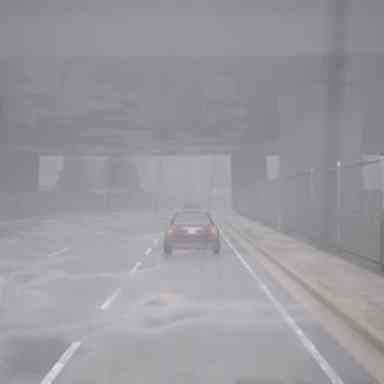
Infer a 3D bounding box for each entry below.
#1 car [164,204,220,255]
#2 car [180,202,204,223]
[{"bbox_3d":[0.003,1.482,14.056,2.097,1.767,4.553,0,-1,0],"label":"car"},{"bbox_3d":[0.013,1.753,29.452,1.882,1.535,5.008,0,0,0],"label":"car"}]
